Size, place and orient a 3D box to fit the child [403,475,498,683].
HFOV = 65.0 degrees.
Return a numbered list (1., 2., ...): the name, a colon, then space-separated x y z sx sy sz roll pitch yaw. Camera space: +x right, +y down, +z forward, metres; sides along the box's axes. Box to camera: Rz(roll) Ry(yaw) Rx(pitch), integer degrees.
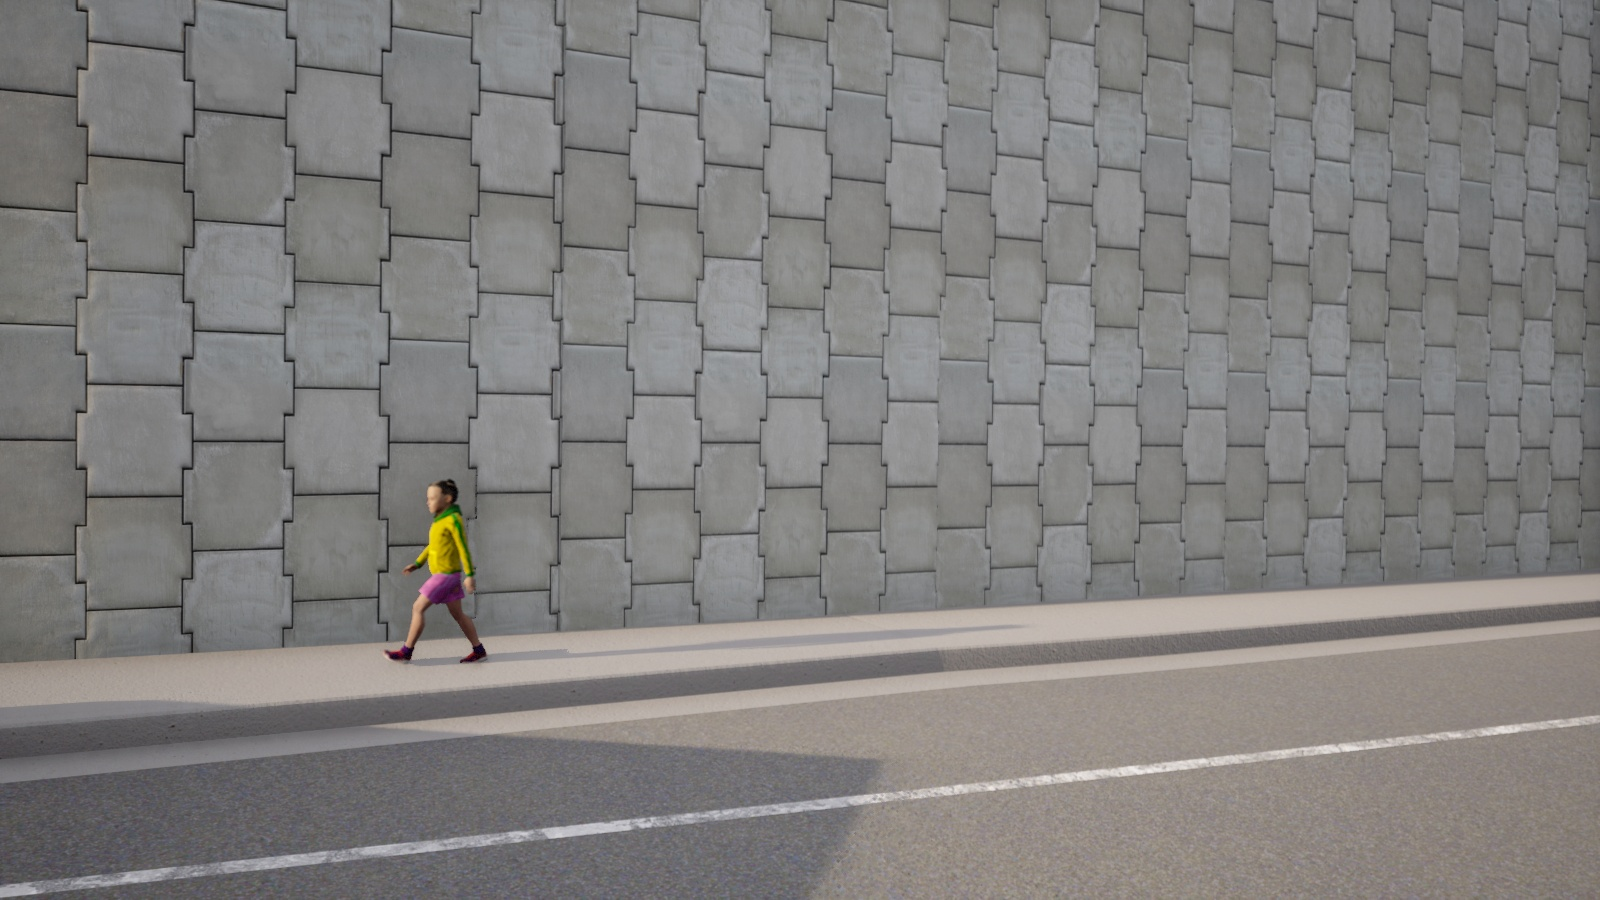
1. child: -2.048 0.737 7.352 0.473 1.160 0.299 -1 1 -26
